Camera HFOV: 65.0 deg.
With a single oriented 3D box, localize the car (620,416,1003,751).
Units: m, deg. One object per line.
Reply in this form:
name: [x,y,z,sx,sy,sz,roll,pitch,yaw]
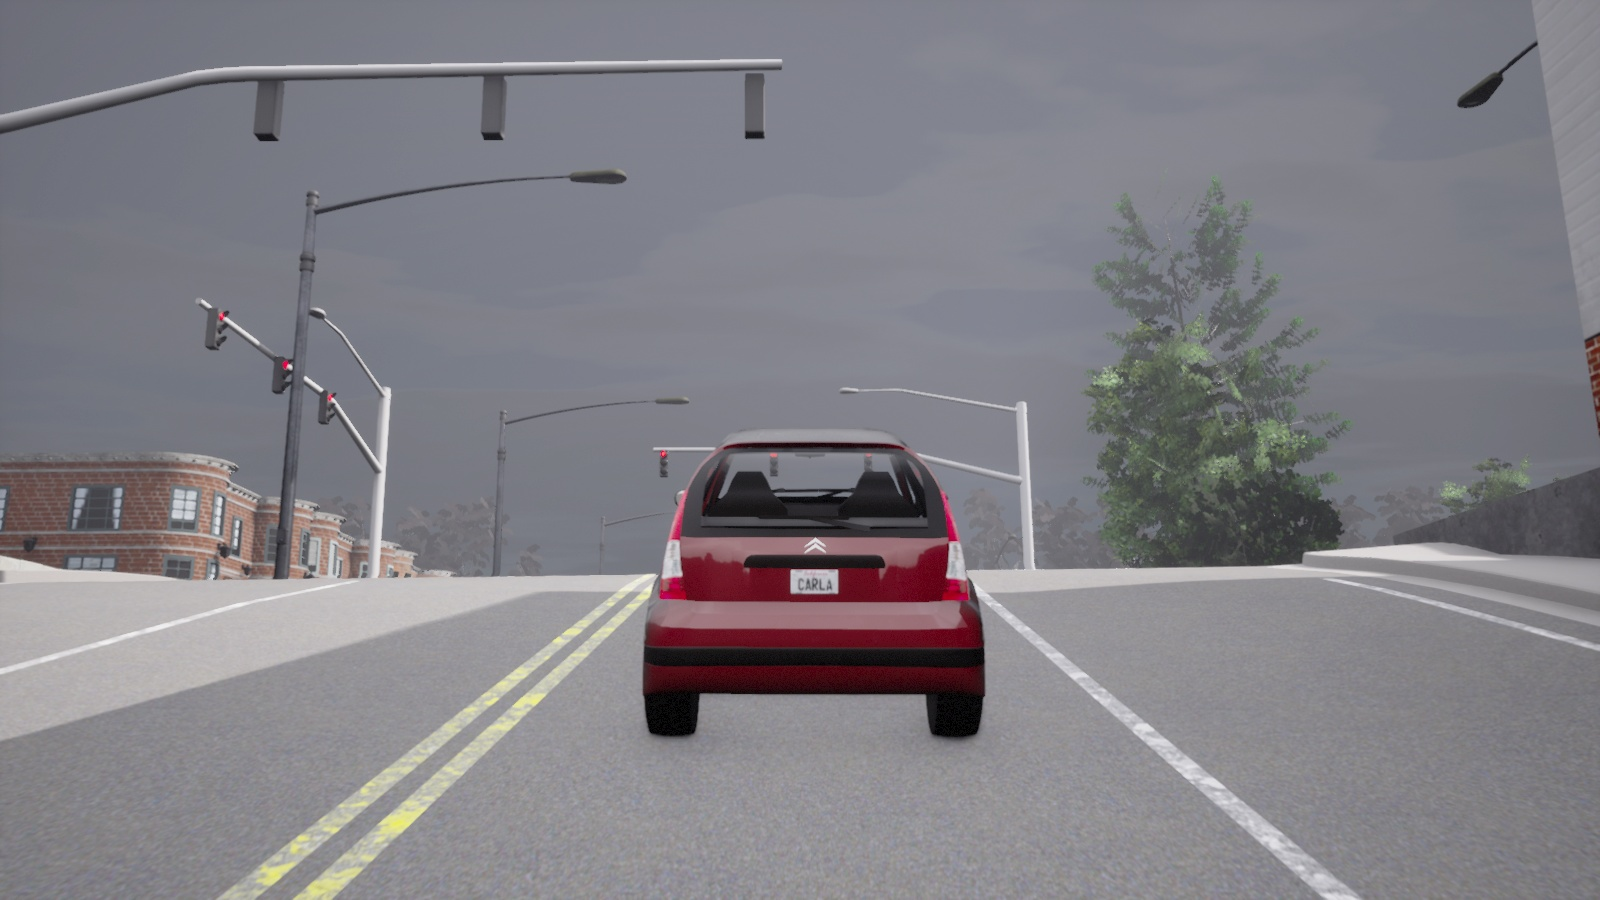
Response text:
car: [0.059,0.640,8.085,1.851,1.617,3.988,0,0,0]
